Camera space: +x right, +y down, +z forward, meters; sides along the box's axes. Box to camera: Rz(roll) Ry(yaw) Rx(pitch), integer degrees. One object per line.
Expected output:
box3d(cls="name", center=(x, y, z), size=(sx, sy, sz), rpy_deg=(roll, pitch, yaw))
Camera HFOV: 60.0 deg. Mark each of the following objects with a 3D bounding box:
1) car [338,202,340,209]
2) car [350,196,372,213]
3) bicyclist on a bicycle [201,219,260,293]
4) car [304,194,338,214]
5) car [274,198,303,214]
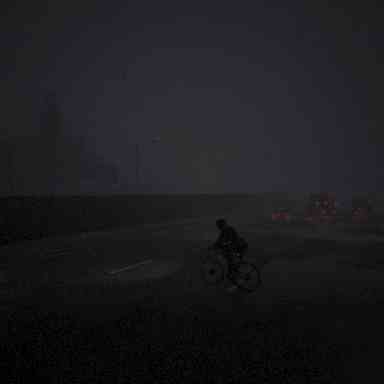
box3d(cls="car", center=(18.224, 1.601, 43.538), size=(1.895, 1.301, 4.718), rpy_deg=(0, 0, 29))
box3d(cls="car", center=(19.192, 1.505, 37.802), size=(1.837, 1.490, 4.892), rpy_deg=(0, 0, 28))
box3d(cls="bicyclist on a bicycle", center=(0.839, 1.455, 7.731), size=(1.656, 1.620, 0.582), rpy_deg=(-3, -2, 40))
box3d(cls="car", center=(13.660, 1.221, 35.051), size=(2.150, 2.045, 5.566), rpy_deg=(0, 0, 29))
box3d(cls="car", center=(10.240, 1.478, 35.937), size=(1.882, 1.535, 5.008), rpy_deg=(0, 0, 28))
